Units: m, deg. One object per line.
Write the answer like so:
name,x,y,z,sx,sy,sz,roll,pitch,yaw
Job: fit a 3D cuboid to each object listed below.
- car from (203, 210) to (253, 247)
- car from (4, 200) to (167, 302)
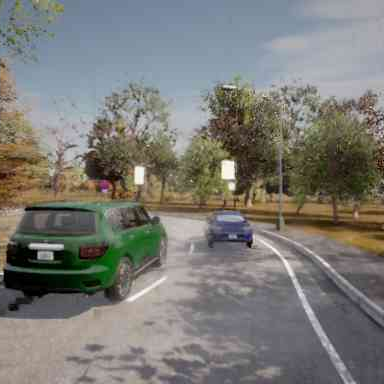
car,1.550,1.553,15.085,1.812,1.442,4.674,1,0,0
car,-2.191,1.218,8.538,2.150,2.045,5.566,0,0,9
